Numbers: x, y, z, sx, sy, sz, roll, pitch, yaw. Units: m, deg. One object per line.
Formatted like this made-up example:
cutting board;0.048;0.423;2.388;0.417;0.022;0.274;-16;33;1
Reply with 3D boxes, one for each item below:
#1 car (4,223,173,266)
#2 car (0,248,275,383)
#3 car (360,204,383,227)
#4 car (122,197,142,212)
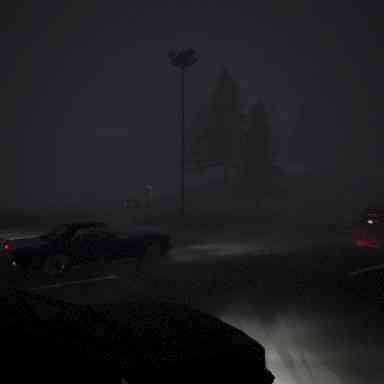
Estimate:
car;-2.974;1.602;10.221;4.718;1.301;1.895;0;0;-35
car;-1.805;1.547;2.459;5.357;1.411;2.033;0;0;-35
car;12.674;1.513;21.371;4.892;1.490;1.837;-1;0;-35
car;-6.989;1.356;38.587;2.097;1.767;4.553;0;0;-13
